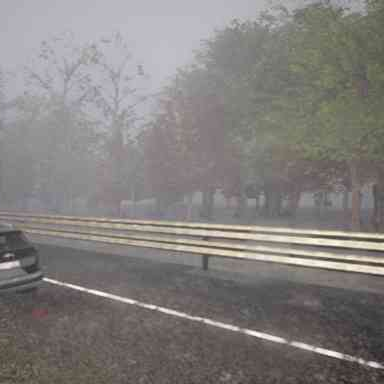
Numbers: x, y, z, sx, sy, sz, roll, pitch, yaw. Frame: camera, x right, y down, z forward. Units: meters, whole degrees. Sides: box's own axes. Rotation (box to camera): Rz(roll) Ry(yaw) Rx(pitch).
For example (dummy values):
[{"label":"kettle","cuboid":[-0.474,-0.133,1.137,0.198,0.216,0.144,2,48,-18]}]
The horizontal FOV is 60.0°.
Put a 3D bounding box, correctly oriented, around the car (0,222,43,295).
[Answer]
[{"label":"car","cuboid":[-5.376,1.492,7.674,4.856,1.649,2.033,-1,0,35]}]
